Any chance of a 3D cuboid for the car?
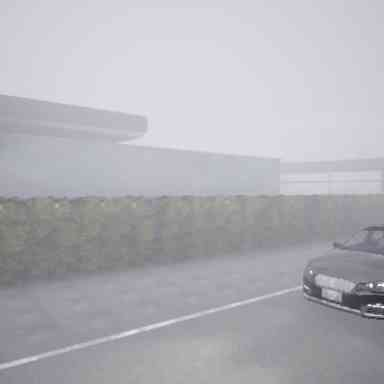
[{"bbox_3d":[4.385,1.494,7.110,4.902,1.511,2.128,0,0,-35],"label":"car"}]
